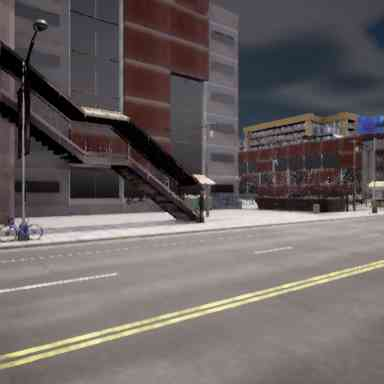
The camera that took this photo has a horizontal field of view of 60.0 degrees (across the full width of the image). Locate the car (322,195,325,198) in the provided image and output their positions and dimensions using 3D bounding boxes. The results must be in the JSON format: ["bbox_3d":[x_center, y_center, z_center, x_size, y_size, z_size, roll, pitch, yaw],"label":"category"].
[{"bbox_3d":[29.823,1.403,76.670,3.806,1.475,1.970,0,0,-36],"label":"car"}]
